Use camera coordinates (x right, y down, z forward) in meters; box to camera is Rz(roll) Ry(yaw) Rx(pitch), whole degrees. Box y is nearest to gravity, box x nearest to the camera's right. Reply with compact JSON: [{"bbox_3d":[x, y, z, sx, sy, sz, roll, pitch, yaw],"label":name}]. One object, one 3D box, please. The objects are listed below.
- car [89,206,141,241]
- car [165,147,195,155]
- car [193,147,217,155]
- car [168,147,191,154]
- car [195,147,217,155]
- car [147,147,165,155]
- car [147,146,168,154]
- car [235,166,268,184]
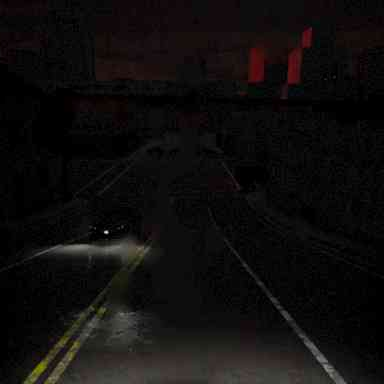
[{"bbox_3d":[-3.713,1.504,16.721,1.837,1.490,4.892,1,0,-1],"label":"car"},{"bbox_3d":[-2.560,-8.562,69.728,4.974,1.542,2.038,-9,16,-36],"label":"car"},{"bbox_3d":[2.764,-8.811,70.502,4.536,1.218,1.853,8,15,28],"label":"car"},{"bbox_3d":[-2.515,-8.721,69.723,4.536,1.218,1.853,-9,16,-36],"label":"car"},{"bbox_3d":[2.807,-8.651,70.515,4.974,1.542,2.038,8,15,28],"label":"car"},{"bbox_3d":[-7.167,-8.637,69.702,4.974,1.542,2.038,13,18,42],"label":"car"},{"bbox_3d":[-7.202,-8.799,69.701,4.536,1.218,1.853,13,18,42],"label":"car"},{"bbox_3d":[8.272,-2.256,42.693,5.566,2.045,2.150,-1,13,-10],"label":"car"}]
